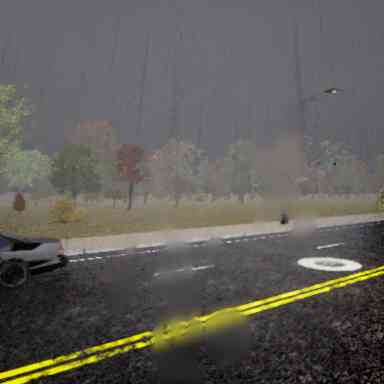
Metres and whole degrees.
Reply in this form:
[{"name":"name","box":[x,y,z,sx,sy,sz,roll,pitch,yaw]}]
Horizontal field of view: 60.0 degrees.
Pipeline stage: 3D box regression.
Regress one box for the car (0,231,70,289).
[{"name":"car","box":[-5.698,1.549,7.588,5.357,1.411,2.033,0,0,-35]}]
